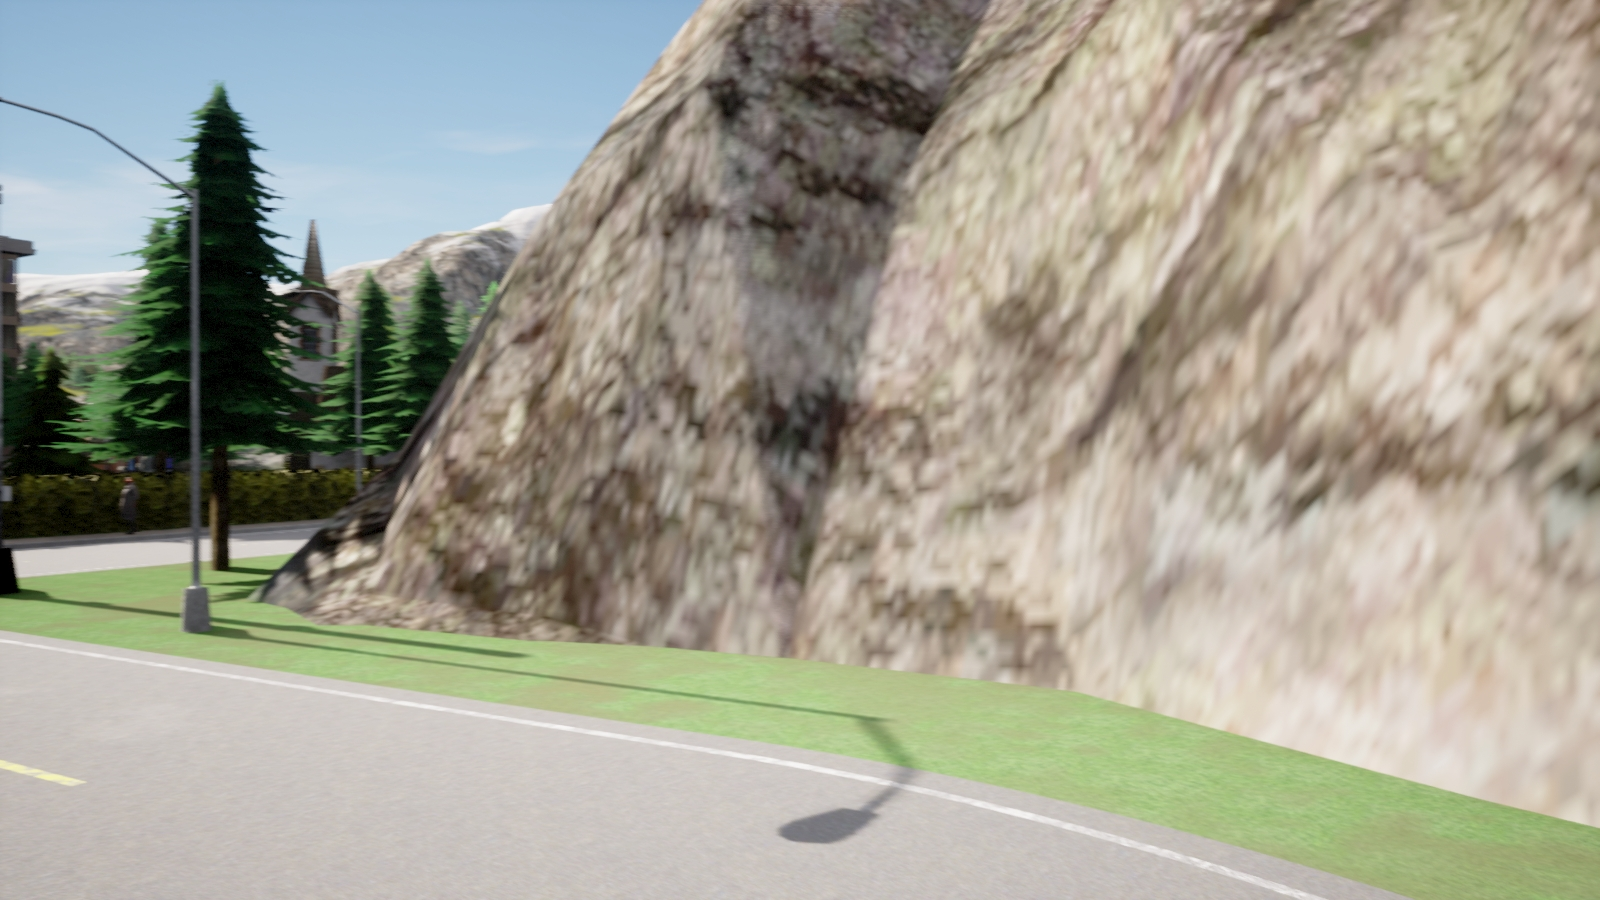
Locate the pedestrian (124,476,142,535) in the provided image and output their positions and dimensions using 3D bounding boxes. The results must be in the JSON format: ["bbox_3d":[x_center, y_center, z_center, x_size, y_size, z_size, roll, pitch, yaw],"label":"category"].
[{"bbox_3d":[-21.543,1.783,36.906,0.375,1.860,0.375,0,0,34],"label":"pedestrian"}]
